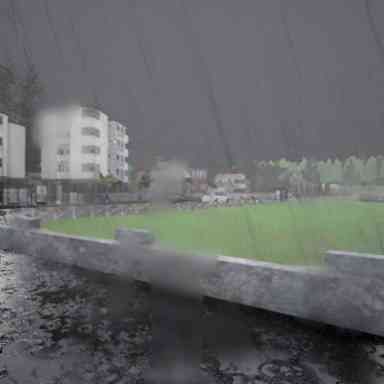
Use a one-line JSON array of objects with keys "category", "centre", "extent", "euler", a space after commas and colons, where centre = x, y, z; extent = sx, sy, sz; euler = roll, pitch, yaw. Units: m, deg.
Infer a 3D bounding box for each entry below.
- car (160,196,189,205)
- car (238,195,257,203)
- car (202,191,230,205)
[{"category": "car", "centre": [-2.584, 1.257, 49.074], "extent": [1.895, 1.301, 4.718], "euler": [1, 0, 36]}, {"category": "car", "centre": [9.920, 1.220, 59.354], "extent": [1.812, 1.442, 4.674], "euler": [1, 0, 36]}, {"category": "car", "centre": [3.715, 0.922, 50.729], "extent": [2.150, 2.045, 5.566], "euler": [1, 1, 36]}]
